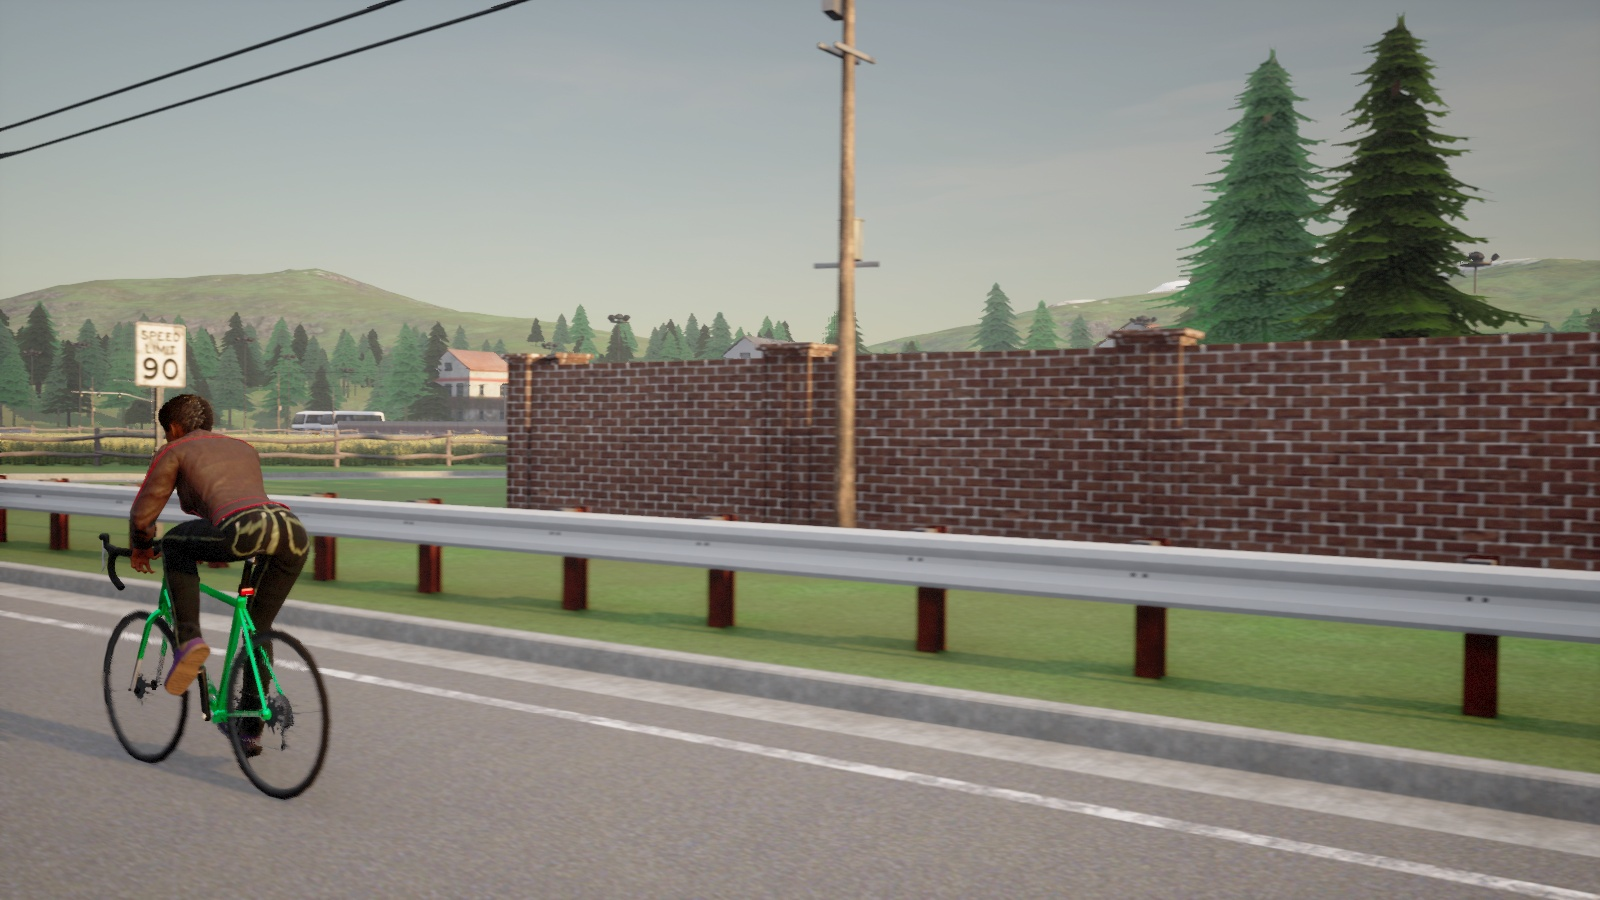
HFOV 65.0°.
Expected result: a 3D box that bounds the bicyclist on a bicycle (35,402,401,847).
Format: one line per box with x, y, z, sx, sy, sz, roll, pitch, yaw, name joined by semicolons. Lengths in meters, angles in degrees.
-2.470;0.635;5.263;1.656;1.620;0.582;0;1;34;bicyclist on a bicycle
